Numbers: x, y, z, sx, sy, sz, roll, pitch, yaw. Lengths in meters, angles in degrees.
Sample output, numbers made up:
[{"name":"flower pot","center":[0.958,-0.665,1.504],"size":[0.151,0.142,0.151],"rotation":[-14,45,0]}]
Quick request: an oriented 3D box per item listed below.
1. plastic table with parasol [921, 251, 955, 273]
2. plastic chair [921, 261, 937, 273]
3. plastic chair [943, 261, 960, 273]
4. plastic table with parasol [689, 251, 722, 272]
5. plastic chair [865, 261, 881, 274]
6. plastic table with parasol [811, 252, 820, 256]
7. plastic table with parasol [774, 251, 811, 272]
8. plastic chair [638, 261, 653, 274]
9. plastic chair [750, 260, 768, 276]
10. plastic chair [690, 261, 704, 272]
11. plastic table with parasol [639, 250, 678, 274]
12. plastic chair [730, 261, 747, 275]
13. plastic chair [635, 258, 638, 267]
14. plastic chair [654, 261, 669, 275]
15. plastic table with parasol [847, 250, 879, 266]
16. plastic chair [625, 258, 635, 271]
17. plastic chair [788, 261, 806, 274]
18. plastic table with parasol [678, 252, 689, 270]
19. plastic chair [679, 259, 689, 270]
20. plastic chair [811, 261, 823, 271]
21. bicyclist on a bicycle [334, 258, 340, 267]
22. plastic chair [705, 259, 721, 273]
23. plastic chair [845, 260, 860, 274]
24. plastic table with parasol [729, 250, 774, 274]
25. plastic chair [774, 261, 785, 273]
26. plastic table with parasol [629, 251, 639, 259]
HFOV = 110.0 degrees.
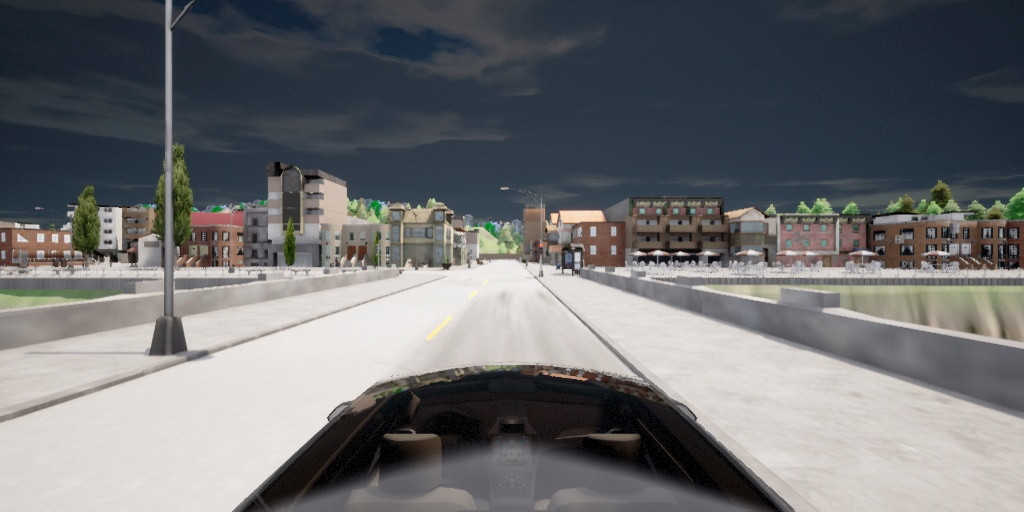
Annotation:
[{"name":"plastic table with parasol","center":[48.000,0.649,40.452],"size":[2.482,2.480,2.482],"rotation":[0,0,0]},{"name":"plastic chair","center":[46.800,1.253,40.353],"size":[0.730,1.272,0.750],"rotation":[0,0,0]},{"name":"plastic chair","center":[47.899,1.253,38.952],"size":[0.750,1.272,0.730],"rotation":[0,0,0]},{"name":"plastic table with parasol","center":[22.900,0.647,42.006],"size":[2.482,2.480,2.482],"rotation":[0,0,0]},{"name":"plastic chair","center":[37.799,1.251,37.354],"size":[0.750,1.272,0.730],"rotation":[0,0,0]},{"name":"plastic table with parasol","center":[37.430,0.648,45.414],"size":[2.482,2.480,2.482],"rotation":[0,0,0]},{"name":"plastic table with parasol","center":[30.510,0.647,39.635],"size":[2.482,2.480,2.482],"rotation":[0,0,0]},{"name":"plastic chair","center":[13.899,1.249,37.358],"size":[0.730,1.272,0.750],"rotation":[0,0,0]},{"name":"plastic chair","center":[23.699,1.250,34.456],"size":[0.750,1.272,0.730],"rotation":[0,0,0]},{"name":"plastic chair","center":[21.700,1.251,42.056],"size":[0.730,1.272,0.750],"rotation":[0,0,0]},{"name":"plastic table with parasol","center":[15.169,0.645,37.217],"size":[2.482,2.480,2.482],"rotation":[0,0,0]},{"name":"plastic chair","center":[22.599,1.250,35.856],"size":[0.730,1.272,0.750],"rotation":[0,0,0]},{"name":"plastic chair","center":[15.800,1.250,43.757],"size":[0.750,1.272,0.730],"rotation":[0,0,0]},{"name":"plastic chair","center":[14.999,1.249,35.957],"size":[0.750,1.272,0.730],"rotation":[0,0,0]},{"name":"plastic table with parasol","center":[37.790,0.648,38.664],"size":[2.482,2.480,2.482],"rotation":[0,0,0]},{"name":"plastic chair","center":[14.700,1.250,45.157],"size":[0.730,1.272,0.750],"rotation":[0,0,0]},{"name":"plastic chair","center":[30.499,1.251,38.355],"size":[0.750,1.272,0.730],"rotation":[0,0,0]},{"name":"plastic table with parasol","center":[22.511,0.647,47.926],"size":[2.482,2.480,2.482],"rotation":[0,0,0]},{"name":"plastic chair","center":[22.501,1.251,46.456],"size":[0.750,1.272,0.730],"rotation":[0,0,0]},{"name":"plastic chair","center":[37.400,1.252,43.954],"size":[0.750,1.272,0.730],"rotation":[0,0,0]},{"name":"bicyclist on a bicycle","center":[-24.018,1.074,49.103],"size":[0.582,1.620,1.656],"rotation":[0,0,0]},{"name":"plastic chair","center":[22.800,1.251,40.656],"size":[0.750,1.272,0.730],"rotation":[0,0,0]},{"name":"plastic chair","center":[36.662,1.251,38.752],"size":[0.730,1.272,0.750],"rotation":[0,0,0]},{"name":"plastic table with parasol","center":[23.799,0.646,35.806],"size":[2.482,2.480,2.482],"rotation":[0,0,0]},{"name":"plastic chair","center":[29.331,1.251,39.751],"size":[0.730,1.272,0.750],"rotation":[0,0,-1]},{"name":"plastic table with parasol","center":[15.920,0.646,45.037],"size":[2.482,2.480,2.482],"rotation":[0,0,0]}]
